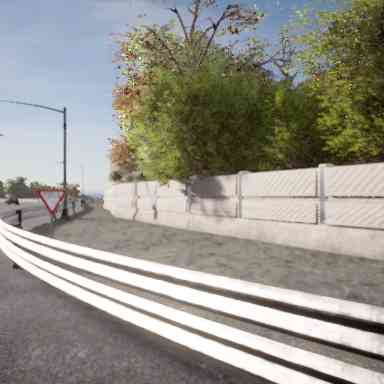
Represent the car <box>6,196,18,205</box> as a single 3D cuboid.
[{"bbox_3d":[-42.484,2.012,78.541,2.150,2.045,5.566,0,0,-35],"label":"car"}]
